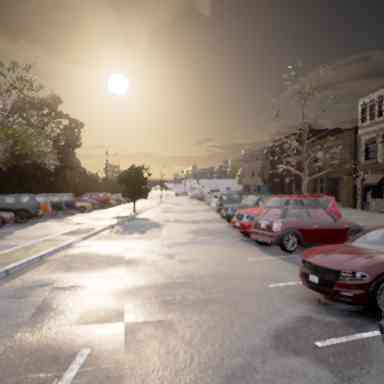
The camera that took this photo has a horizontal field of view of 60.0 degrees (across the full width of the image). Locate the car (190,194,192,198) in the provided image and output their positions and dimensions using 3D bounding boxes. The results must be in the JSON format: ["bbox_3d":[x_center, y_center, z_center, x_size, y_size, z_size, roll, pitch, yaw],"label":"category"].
[{"bbox_3d":[2.855,1.139,88.758,4.892,1.521,2.231,1,0,-25],"label":"car"}]

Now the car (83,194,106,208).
[{"bbox_3d":[-13.535,1.390,41.206,4.792,1.488,2.163,-1,0,-20],"label":"car"}]

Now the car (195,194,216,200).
[{"bbox_3d":[3.310,1.203,82.733,4.674,1.452,2.002,1,1,-24],"label":"car"}]

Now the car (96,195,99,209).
[{"bbox_3d":[-13.572,1.403,38.202,4.792,1.488,2.163,-1,1,-20],"label":"car"}]

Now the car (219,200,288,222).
[{"bbox_3d":[4.678,1.429,25.461,4.792,1.488,2.163,1,1,-20],"label":"car"}]

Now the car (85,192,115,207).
[{"bbox_3d":[-13.608,1.099,44.153,5.566,2.045,2.435,-1,1,-20],"label":"car"}]

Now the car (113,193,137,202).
[{"bbox_3d":[-14.313,1.128,70.834,4.553,1.767,2.185,-1,0,-23],"label":"car"}]

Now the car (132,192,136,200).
[{"bbox_3d":[-13.985,1.303,64.942,4.792,1.488,2.163,-1,0,-22],"label":"car"}]

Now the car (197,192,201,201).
[{"bbox_3d":[4.254,1.240,64.635,5.008,1.535,2.097,1,0,-22],"label":"car"}]

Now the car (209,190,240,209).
[{"bbox_3d":[4.720,1.137,28.493,5.566,2.045,2.435,1,0,-20],"label":"car"}]

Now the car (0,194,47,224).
[{"bbox_3d":[-13.499,1.178,23.320,5.566,2.045,2.435,-1,0,-20],"label":"car"}]

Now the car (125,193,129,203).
[{"bbox_3d":[-13.734,1.306,56.041,5.008,1.535,2.097,-1,1,-21],"label":"car"}]

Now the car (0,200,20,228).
[{"bbox_3d":[-13.458,1.480,20.359,4.674,1.452,2.002,-1,0,-20],"label":"car"}]

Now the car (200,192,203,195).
[{"bbox_3d":[4.409,1.140,58.589,4.553,1.767,2.185,1,0,-22],"label":"car"}]

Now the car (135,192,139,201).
[{"bbox_3d":[-14.131,1.263,67.884,5.008,1.535,2.097,-1,1,-22],"label":"car"}]

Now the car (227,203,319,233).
[{"bbox_3d":[4.704,1.453,19.449,4.792,1.488,2.163,1,1,-20],"label":"car"}]

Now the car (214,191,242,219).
[{"bbox_3d":[4.697,1.160,22.452,5.566,2.045,2.435,1,1,-20],"label":"car"}]

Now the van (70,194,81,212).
[{"bbox_3d":[-13.411,1.168,32.307,4.442,1.987,1.878,-1,0,-20],"label":"van"}]

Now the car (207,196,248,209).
[{"bbox_3d":[4.652,1.359,43.527,4.792,1.488,2.163,1,0,-20],"label":"car"}]

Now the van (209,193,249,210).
[{"bbox_3d":[4.537,1.114,40.456,4.442,1.987,1.878,1,1,-20],"label":"van"}]

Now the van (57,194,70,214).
[{"bbox_3d":[-13.394,1.179,29.329,4.442,1.987,1.878,-1,0,-20],"label":"van"}]

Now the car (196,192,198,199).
[{"bbox_3d":[4.021,1.214,70.668,5.008,1.535,2.097,1,0,-23],"label":"car"}]

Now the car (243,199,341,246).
[{"bbox_3d":[4.716,1.322,13.442,4.553,1.767,2.185,1,0,-20],"label":"car"}]

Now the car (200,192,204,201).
[{"bbox_3d":[4.482,1.280,55.571,4.892,1.521,2.231,1,0,-21],"label":"car"}]

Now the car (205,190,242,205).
[{"bbox_3d":[4.695,1.114,34.501,5.566,2.045,2.435,1,0,-20],"label":"car"}]

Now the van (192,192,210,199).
[{"bbox_3d":[2.490,0.899,91.715,4.442,1.987,1.878,1,0,-25],"label":"van"}]

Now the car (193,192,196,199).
[{"bbox_3d":[3.844,0.950,73.670,5.566,2.045,2.435,1,0,-23],"label":"car"}]

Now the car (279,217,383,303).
[{"bbox_3d":[4.755,1.472,7.424,5.008,1.535,2.097,1,1,-20],"label":"car"}]

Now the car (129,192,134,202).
[{"bbox_3d":[-13.936,1.315,61.948,4.792,1.488,2.163,-1,1,-22],"label":"car"}]

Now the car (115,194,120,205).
[{"bbox_3d":[-13.433,1.333,47.208,5.366,1.575,1.946,-1,0,-20],"label":"car"}]

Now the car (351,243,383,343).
[{"bbox_3d":[4.752,1.521,4.399,4.674,1.452,2.002,1,1,-20],"label":"car"}]

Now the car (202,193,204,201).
[{"bbox_3d":[4.750,1.303,49.611,5.366,1.575,1.946,1,0,-21],"label":"car"}]

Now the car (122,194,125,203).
[{"bbox_3d":[-13.657,1.191,53.085,4.553,1.767,2.185,-1,1,-21],"label":"car"}]

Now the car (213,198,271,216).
[{"bbox_3d":[4.683,1.376,31.483,5.008,1.535,2.097,1,1,-20],"label":"car"}]

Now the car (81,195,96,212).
[{"bbox_3d":[-13.355,1.378,35.306,5.366,1.575,1.946,-1,0,-20],"label":"car"}]

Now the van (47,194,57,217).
[{"bbox_3d":[-13.377,1.190,26.352,4.442,1.987,1.878,-1,0,-20],"label":"van"}]

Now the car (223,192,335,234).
[{"bbox_3d":[4.719,1.184,16.438,5.566,2.045,2.435,1,1,-20],"label":"car"}]

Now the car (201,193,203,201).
[{"bbox_3d":[4.552,1.292,52.553,5.008,1.535,2.097,1,1,-21],"label":"car"}]

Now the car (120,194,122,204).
[{"bbox_3d":[-13.633,1.329,50.108,4.892,1.521,2.231,-1,1,-21],"label":"car"}]
